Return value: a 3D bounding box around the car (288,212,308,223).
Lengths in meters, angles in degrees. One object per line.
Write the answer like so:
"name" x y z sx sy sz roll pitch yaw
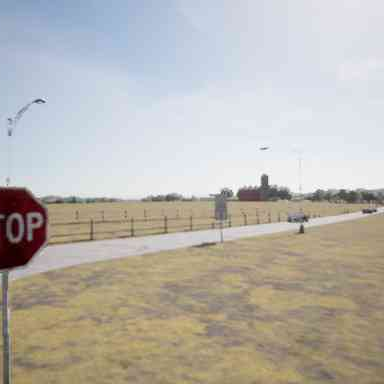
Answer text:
"car" 15.630 3.669 48.802 2.128 1.511 4.902 -2 -3 35
